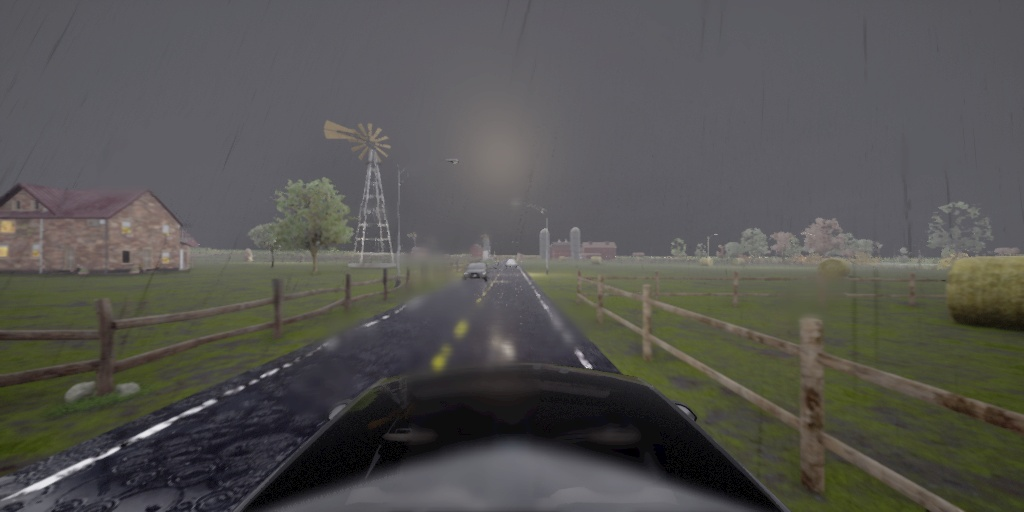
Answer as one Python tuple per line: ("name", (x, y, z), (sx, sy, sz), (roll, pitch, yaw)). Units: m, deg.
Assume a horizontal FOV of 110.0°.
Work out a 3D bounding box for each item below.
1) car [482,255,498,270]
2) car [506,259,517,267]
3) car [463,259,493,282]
("car", (-2.827, 0.729, 43.842), (2.097, 1.767, 4.553), (0, 0, 0))
("car", (-0.117, 1.281, 65.186), (1.812, 1.442, 4.674), (0, 0, 0))
("car", (-2.802, 1.265, 29.524), (1.837, 1.490, 4.892), (0, 0, 0))
